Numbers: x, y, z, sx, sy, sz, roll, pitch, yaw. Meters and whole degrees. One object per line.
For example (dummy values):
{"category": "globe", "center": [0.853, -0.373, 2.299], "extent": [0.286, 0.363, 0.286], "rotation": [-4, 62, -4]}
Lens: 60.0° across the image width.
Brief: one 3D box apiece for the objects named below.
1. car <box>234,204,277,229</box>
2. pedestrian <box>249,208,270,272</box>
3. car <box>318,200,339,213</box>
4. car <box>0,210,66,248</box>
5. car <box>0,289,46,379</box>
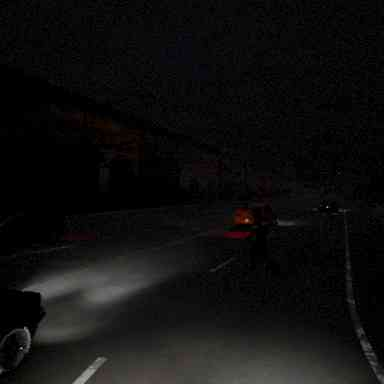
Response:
{"category": "car", "center": [4.159, 1.477, 21.228], "extent": [1.882, 1.535, 5.008], "rotation": [0, 0, 24]}
{"category": "pedestrian", "center": [1.861, 1.294, 9.169], "extent": [0.375, 1.860, 0.375], "rotation": [0, 0, 25]}
{"category": "car", "center": [15.153, 1.564, 36.931], "extent": [1.994, 1.385, 4.181], "rotation": [0, 0, 25]}
{"category": "car", "center": [-7.284, 1.491, 13.247], "extent": [2.128, 1.511, 4.902], "rotation": [0, 0, 22]}
{"category": "car", "center": [-3.274, 1.601, 2.678], "extent": [1.895, 1.301, 4.718], "rotation": [0, 0, 8]}
